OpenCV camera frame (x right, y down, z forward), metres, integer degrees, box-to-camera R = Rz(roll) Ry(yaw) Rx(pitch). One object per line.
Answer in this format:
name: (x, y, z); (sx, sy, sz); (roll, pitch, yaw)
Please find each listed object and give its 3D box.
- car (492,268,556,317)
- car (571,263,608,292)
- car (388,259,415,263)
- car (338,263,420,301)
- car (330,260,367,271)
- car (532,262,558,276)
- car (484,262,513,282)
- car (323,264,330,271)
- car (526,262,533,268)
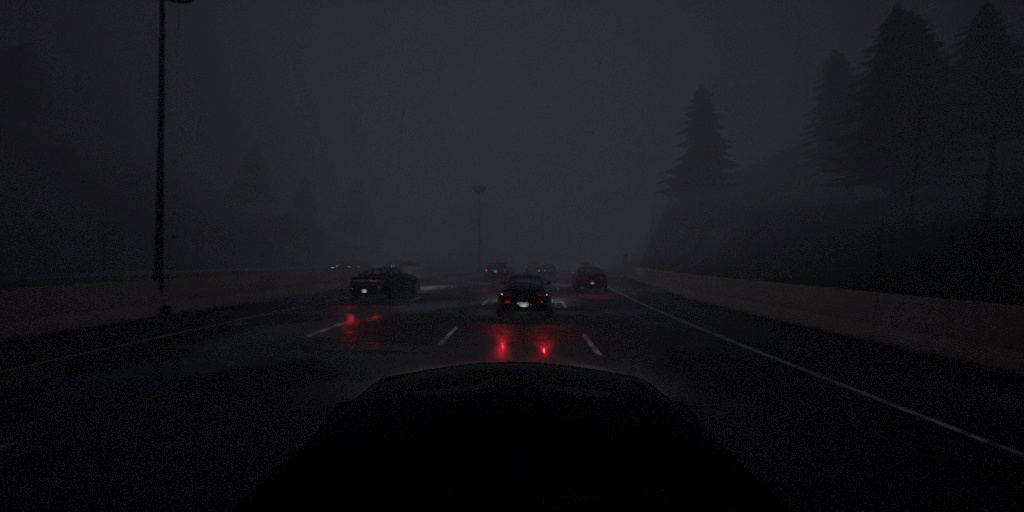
car: (0.502, 1.355, 13.480); (1.812, 1.442, 4.674); (0, 0, 3)
car: (4.847, 1.393, 22.766); (1.882, 1.535, 5.008); (0, 0, 7)
car: (-13.049, 1.437, 44.138); (2.128, 1.511, 4.902); (0, 0, 12)
car: (-6.187, 1.310, 17.930); (2.128, 1.511, 4.902); (0, 0, 5)
car: (-19.999, 1.263, 45.051); (2.097, 1.767, 4.553); (0, 0, 12)
car: (3.922, 1.566, 39.474); (2.033, 1.411, 5.357); (0, 0, 12)
car: (-1.026, 1.286, 31.243); (2.097, 1.767, 4.553); (0, 0, 9)
car: (-22.956, 1.416, 47.888); (1.837, 1.490, 4.892); (0, 0, 13)
car: (3.186, 1.614, 51.096); (1.812, 1.442, 4.674); (0, 0, 15)
